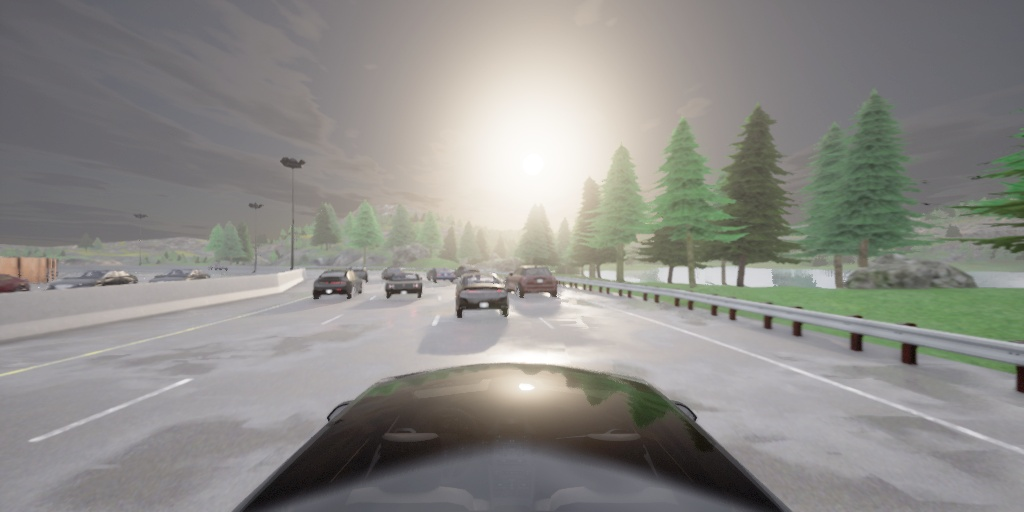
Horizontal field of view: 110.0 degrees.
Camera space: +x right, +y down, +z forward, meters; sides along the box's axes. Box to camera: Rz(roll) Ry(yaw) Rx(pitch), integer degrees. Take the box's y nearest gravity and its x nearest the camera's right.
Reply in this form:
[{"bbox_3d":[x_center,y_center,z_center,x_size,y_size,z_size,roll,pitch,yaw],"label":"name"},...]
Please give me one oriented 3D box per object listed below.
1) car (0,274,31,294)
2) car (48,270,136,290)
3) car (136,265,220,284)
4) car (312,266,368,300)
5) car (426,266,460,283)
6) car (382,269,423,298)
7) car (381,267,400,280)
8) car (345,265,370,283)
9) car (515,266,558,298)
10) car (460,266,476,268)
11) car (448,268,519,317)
[{"bbox_3d":[-27.331,1.584,18.120,1.812,1.442,4.674,0,-1,-18],"label":"car"},{"bbox_3d":[-24.784,1.584,21.465,2.128,1.511,4.902,0,-1,-19],"label":"car"},{"bbox_3d":[-21.920,1.604,23.831,2.128,1.511,4.902,0,-1,-21],"label":"car"},{"bbox_3d":[-9.599,1.525,20.046,1.837,1.490,4.892,0,-1,-14],"label":"car"},{"bbox_3d":[-6.744,1.732,33.580,2.033,1.411,5.357,0,-1,-23],"label":"car"},{"bbox_3d":[-6.113,1.617,20.676,1.895,1.301,4.718,0,-1,-14],"label":"car"},{"bbox_3d":[-12.408,1.817,37.371,1.994,1.385,4.181,0,-1,-26],"label":"car"},{"bbox_3d":[-15.252,1.729,35.264,2.128,1.511,4.902,0,-1,-25],"label":"car"},{"bbox_3d":[0.988,1.343,20.624,2.097,1.767,4.553,0,-1,-13],"label":"car"},{"bbox_3d":[-4.790,1.735,37.555,1.837,1.490,4.892,0,0,-24],"label":"car"},{"bbox_3d":[-1.278,1.407,14.083,2.128,1.511,4.902,0,-1,-9],"label":"car"}]
